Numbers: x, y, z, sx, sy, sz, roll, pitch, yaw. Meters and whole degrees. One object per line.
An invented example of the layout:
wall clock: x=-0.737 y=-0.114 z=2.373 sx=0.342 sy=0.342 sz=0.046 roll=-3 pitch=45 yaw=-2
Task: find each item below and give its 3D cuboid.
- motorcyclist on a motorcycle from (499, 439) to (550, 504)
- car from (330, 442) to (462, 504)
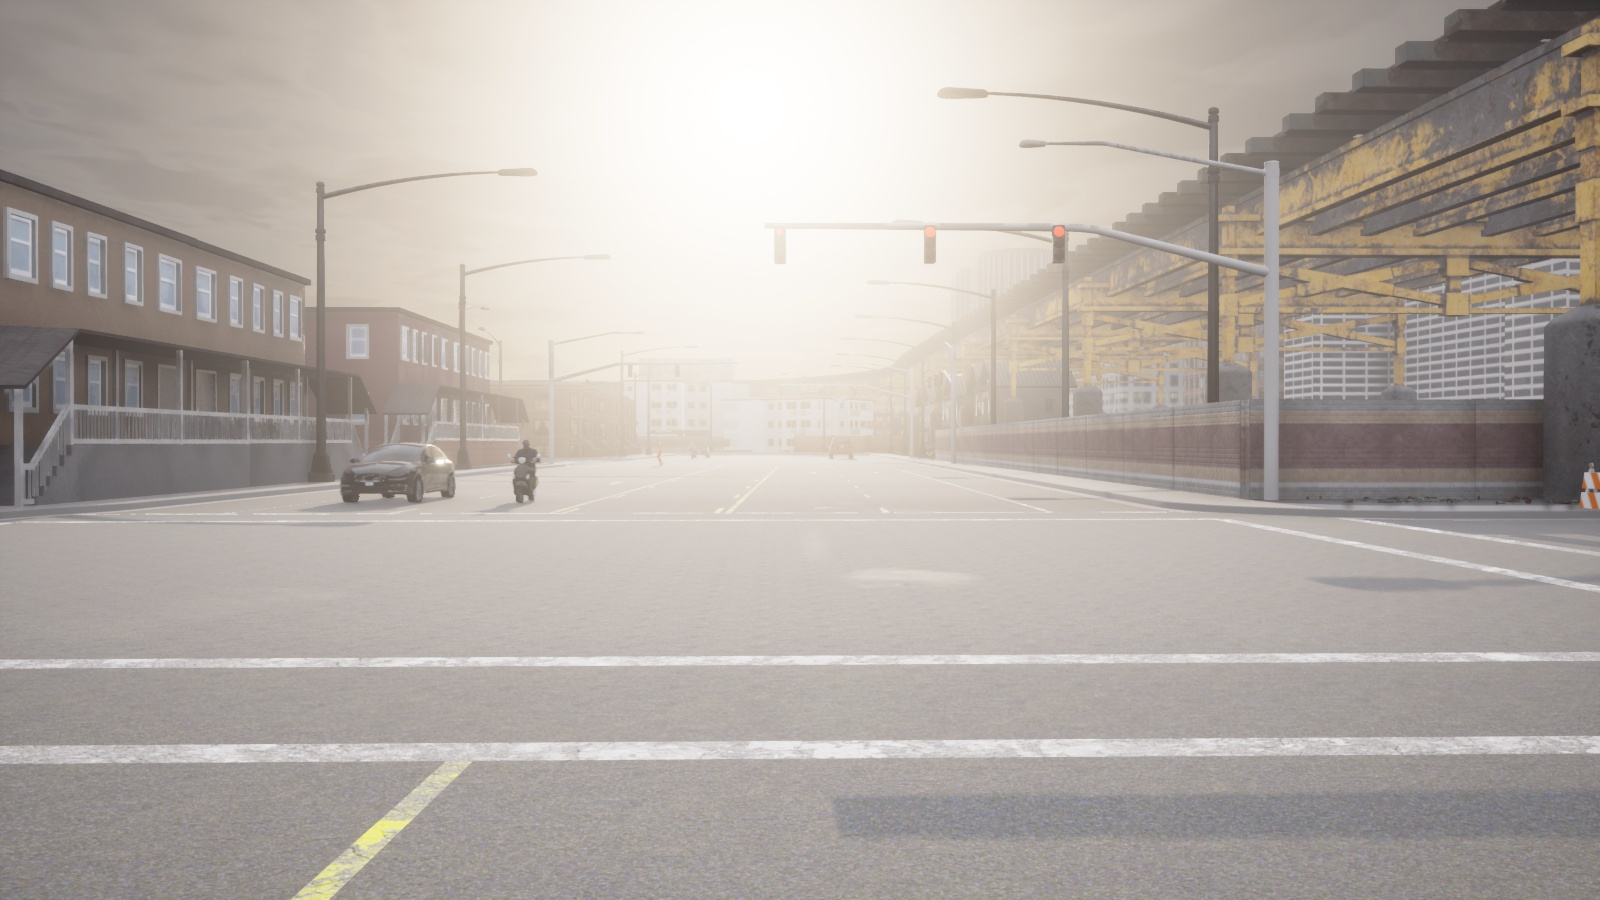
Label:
motorcyclist on a motorcycle: x=-6.889 y=0.517 z=31.484 sx=0.866 sy=1.590 sz=1.817 roll=0 pitch=1 yaw=0
car: x=-10.386 y=0.560 z=32.661 sx=1.837 sy=1.490 sz=4.892 roll=0 pitch=0 yaw=0
